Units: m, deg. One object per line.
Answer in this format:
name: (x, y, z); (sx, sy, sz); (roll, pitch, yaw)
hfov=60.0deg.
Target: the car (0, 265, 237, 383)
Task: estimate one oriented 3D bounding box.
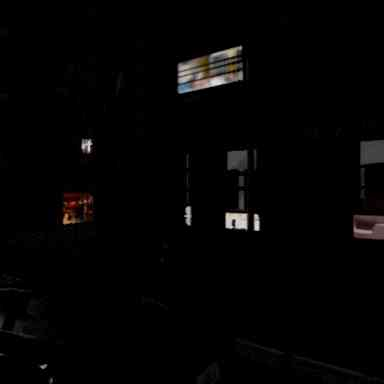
car: (-1.558, 1.596, 3.978); (4.313, 1.339, 1.947); (-1, 0, 36)
